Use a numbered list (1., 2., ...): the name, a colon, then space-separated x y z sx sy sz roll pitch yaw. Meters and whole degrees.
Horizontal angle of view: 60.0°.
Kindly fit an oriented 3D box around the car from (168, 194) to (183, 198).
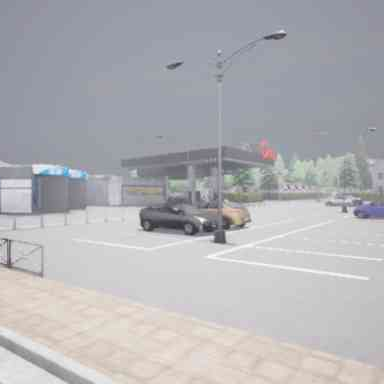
1. car: -3.480 1.603 70.658 2.242 1.667 4.611 0 0 36

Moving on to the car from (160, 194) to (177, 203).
1. car: -5.495 1.451 77.500 1.905 1.878 3.866 0 0 36

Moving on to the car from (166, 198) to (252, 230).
1. car: 1.039 1.361 20.144 5.027 1.636 2.152 0 0 36

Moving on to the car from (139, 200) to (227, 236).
1. car: -0.769 1.370 17.580 4.514 1.523 2.007 0 0 36

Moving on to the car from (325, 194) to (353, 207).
1. car: 21.201 1.391 47.840 3.806 1.475 1.970 0 0 36

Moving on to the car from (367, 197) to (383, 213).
1. car: 20.150 1.307 33.230 4.514 1.523 2.007 0 0 36

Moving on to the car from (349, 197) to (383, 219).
1. car: 14.222 1.329 25.185 3.633 1.501 1.845 0 0 36
